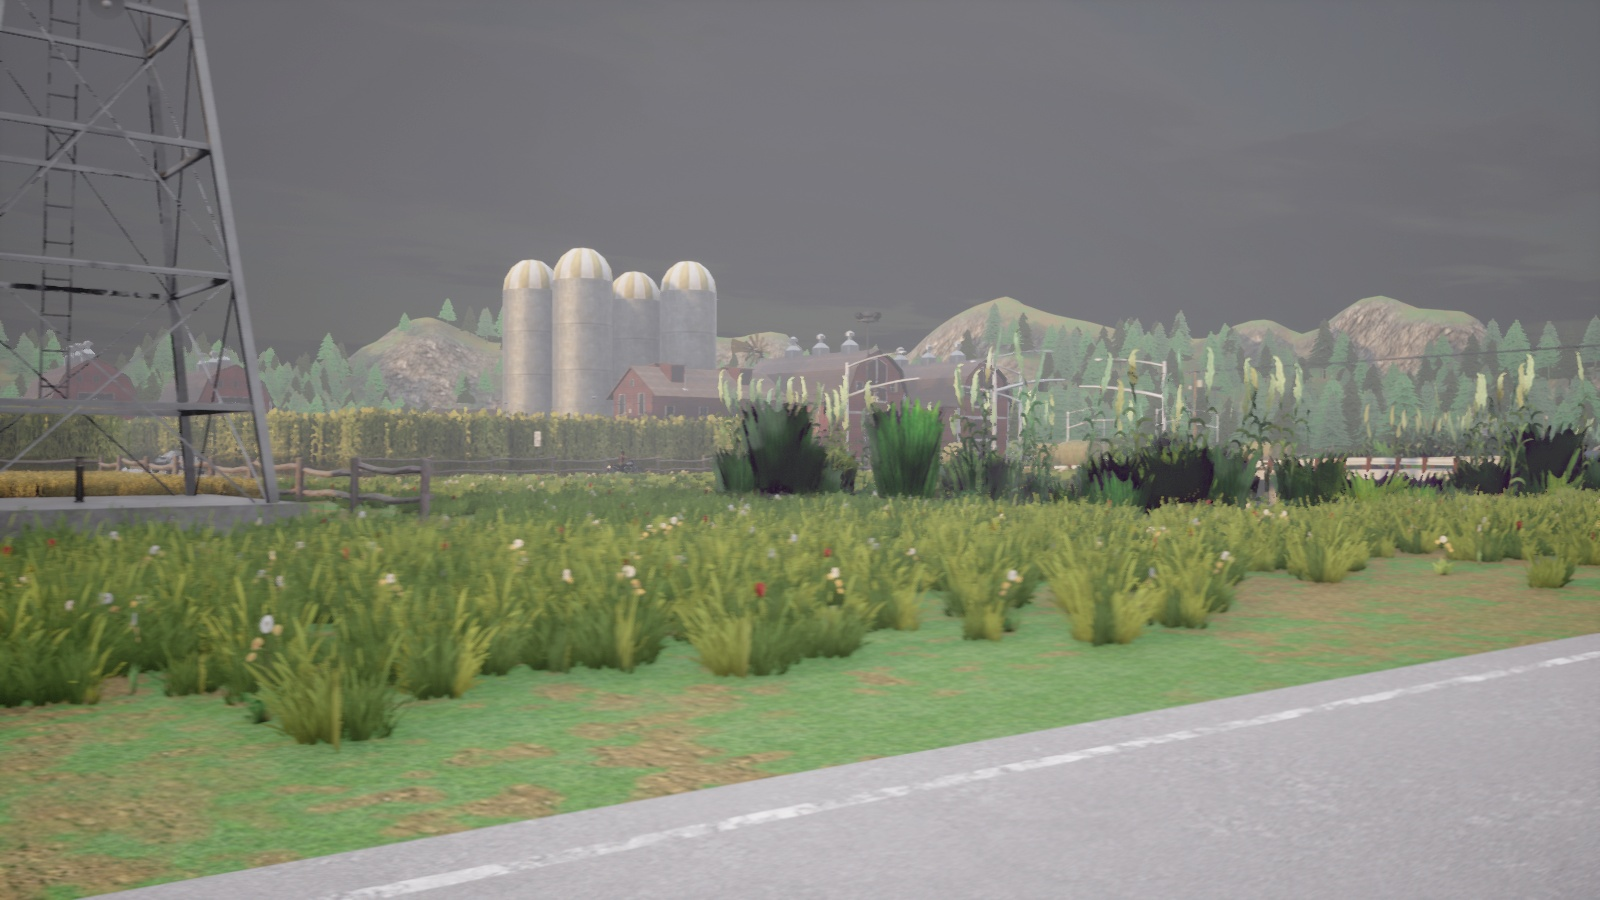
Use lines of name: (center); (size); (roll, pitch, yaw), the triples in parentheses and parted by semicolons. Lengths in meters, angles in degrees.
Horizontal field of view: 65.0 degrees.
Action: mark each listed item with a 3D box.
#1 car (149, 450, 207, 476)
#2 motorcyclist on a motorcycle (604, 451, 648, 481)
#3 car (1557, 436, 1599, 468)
car: (-39.604, 0.800, 79.895); (2.152, 1.651, 5.027); (0, 0, -40)
motorcyclist on a motorcycle: (-9.698, 0.887, 69.988); (2.350, 1.649, 0.766); (0, 0, -40)
car: (38.269, 0.125, 59.282); (1.970, 1.475, 3.806); (0, 1, -33)
